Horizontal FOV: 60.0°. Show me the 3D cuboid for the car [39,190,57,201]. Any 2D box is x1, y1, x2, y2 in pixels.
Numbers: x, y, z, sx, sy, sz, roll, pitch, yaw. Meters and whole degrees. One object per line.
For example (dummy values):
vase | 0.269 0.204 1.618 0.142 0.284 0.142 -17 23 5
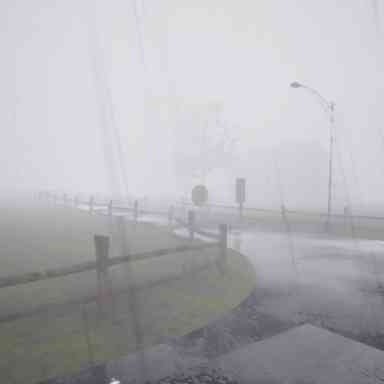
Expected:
car | -20.960 0.435 48.353 2.128 1.511 4.902 1 0 -35
